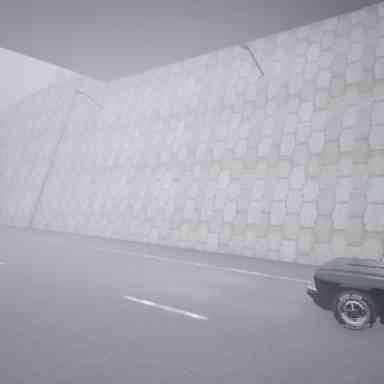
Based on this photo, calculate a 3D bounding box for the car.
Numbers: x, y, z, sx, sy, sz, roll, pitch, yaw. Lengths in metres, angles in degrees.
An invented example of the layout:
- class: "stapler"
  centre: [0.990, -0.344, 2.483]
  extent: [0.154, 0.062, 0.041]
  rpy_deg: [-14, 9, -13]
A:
- class: "car"
  centre: [4.364, 1.605, 5.178]
  extent: [4.718, 1.301, 1.895]
  rpy_deg: [0, 0, 36]
